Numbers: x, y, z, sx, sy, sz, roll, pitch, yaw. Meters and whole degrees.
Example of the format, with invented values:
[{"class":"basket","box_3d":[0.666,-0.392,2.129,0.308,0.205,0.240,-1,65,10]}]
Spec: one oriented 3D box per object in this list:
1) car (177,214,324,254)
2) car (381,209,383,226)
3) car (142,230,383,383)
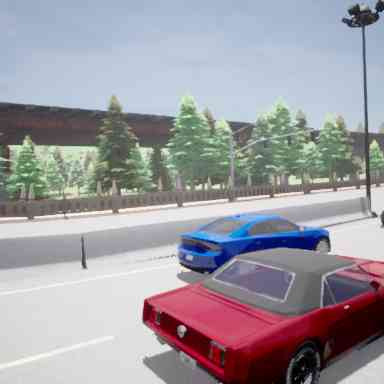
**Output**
[{"class":"car","box_3d":[1.936,1.354,9.461,5.008,1.535,1.882,-2,1,-36]},{"class":"car","box_3d":[10.847,0.873,15.882,4.181,1.385,1.994,-4,2,-36]},{"class":"car","box_3d":[1.753,1.548,5.019,4.718,1.301,1.895,-1,1,-36]}]
